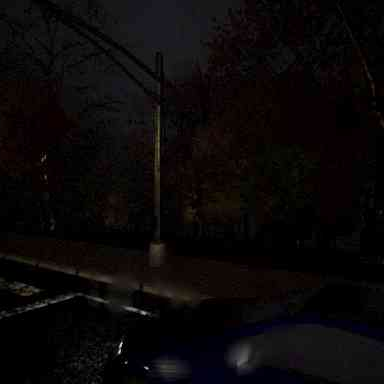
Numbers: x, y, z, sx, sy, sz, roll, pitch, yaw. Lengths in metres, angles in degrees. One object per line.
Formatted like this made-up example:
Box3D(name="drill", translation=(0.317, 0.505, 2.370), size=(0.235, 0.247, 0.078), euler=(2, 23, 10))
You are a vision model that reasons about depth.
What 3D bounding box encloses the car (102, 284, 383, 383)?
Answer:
Box3D(name="car", translation=(1.158, 1.564, 2.857), size=(4.181, 1.385, 1.994), euler=(0, 0, 35))
